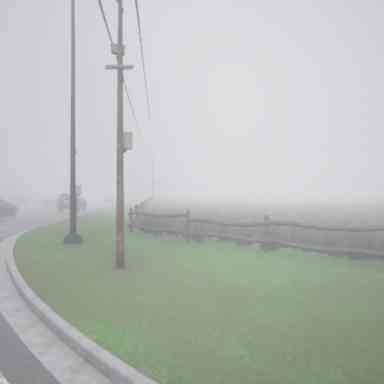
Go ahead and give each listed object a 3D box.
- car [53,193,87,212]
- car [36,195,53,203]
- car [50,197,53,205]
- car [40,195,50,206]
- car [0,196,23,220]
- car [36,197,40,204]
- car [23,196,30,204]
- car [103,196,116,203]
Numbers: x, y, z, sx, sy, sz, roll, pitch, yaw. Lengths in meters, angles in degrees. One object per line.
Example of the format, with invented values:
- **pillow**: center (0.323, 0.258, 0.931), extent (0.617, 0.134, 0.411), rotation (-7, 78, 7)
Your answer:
- **car**: center (-13.650, 1.185, 38.115), extent (2.150, 2.045, 5.566), rotation (0, 0, -5)
- **car**: center (-30.880, 1.453, 69.871), extent (1.812, 1.442, 4.674), rotation (0, 0, -6)
- **car**: center (-18.067, 1.501, 47.560), extent (2.033, 1.411, 5.357), rotation (0, 0, -5)
- **car**: center (-22.119, 1.472, 52.994), extent (1.812, 1.442, 4.674), rotation (0, 0, -6)
- **car**: center (-16.132, 1.321, 27.377), extent (2.097, 1.767, 4.553), rotation (0, 0, -5)
- **car**: center (-26.289, 1.540, 59.778), extent (1.895, 1.301, 4.718), rotation (0, 0, -6)
- **car**: center (-29.574, 1.430, 57.362), extent (2.128, 1.511, 4.902), rotation (0, 0, -6)
- **car**: center (-16.317, 1.507, 65.754), extent (1.994, 1.385, 4.181), rotation (0, 0, -5)
